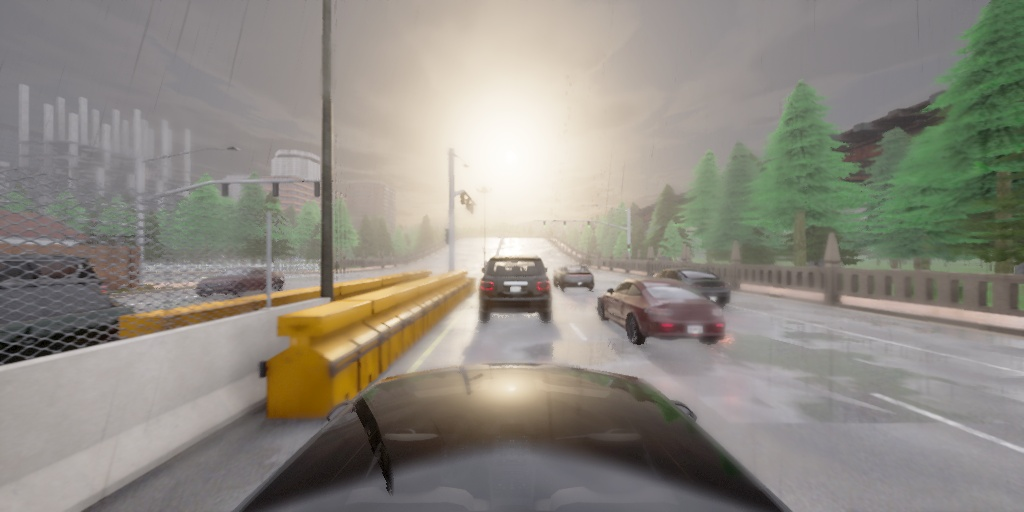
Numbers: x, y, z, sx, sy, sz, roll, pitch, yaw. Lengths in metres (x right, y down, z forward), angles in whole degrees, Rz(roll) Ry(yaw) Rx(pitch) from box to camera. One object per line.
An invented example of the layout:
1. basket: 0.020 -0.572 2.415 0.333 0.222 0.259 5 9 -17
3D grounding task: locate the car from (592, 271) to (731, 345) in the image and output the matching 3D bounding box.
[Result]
1. car: 3.601 1.281 9.352 1.812 1.442 4.674 0 0 0

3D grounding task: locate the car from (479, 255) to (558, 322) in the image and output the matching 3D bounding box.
1. car: 0.100 0.980 12.380 2.150 2.045 5.566 0 0 0

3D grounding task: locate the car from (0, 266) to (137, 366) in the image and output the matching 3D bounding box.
1. car: -7.092 1.104 3.959 2.097 1.767 4.553 0 0 0

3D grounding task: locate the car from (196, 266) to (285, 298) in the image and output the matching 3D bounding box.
1. car: -14.004 1.290 18.915 1.812 1.442 4.674 0 0 0

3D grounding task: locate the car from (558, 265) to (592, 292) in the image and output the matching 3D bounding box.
1. car: 3.600 1.256 21.436 2.128 1.511 4.902 0 0 0

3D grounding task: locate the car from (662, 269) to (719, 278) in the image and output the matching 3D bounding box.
1. car: 7.099 1.264 15.094 1.837 1.490 4.892 0 0 0

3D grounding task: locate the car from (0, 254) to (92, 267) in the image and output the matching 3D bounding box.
1. car: -10.589 0.975 6.133 2.150 2.045 5.566 0 0 0
